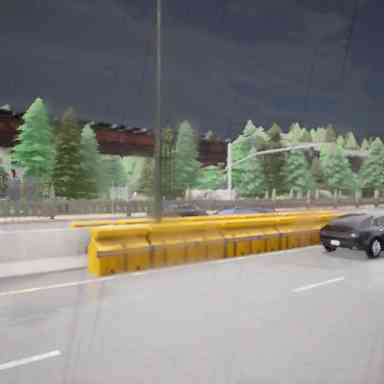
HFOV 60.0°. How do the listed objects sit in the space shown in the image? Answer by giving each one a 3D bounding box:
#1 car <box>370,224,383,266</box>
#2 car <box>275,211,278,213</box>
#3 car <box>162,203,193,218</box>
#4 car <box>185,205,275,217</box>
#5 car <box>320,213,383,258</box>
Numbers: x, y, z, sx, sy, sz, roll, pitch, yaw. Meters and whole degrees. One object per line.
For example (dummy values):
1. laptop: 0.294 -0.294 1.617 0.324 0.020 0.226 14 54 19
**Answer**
1. car: 7.281 1.623 9.007 5.357 1.411 2.033 0 0 -35
2. car: 4.011 1.664 23.977 5.357 1.411 2.033 1 0 -35
3. car: -1.129 1.598 24.643 4.892 1.490 1.837 1 -1 -35
4. car: 2.194 1.610 18.418 4.674 1.442 1.812 0 0 -35
5. car: 7.034 1.592 13.107 4.892 1.490 1.837 2 -1 -35
